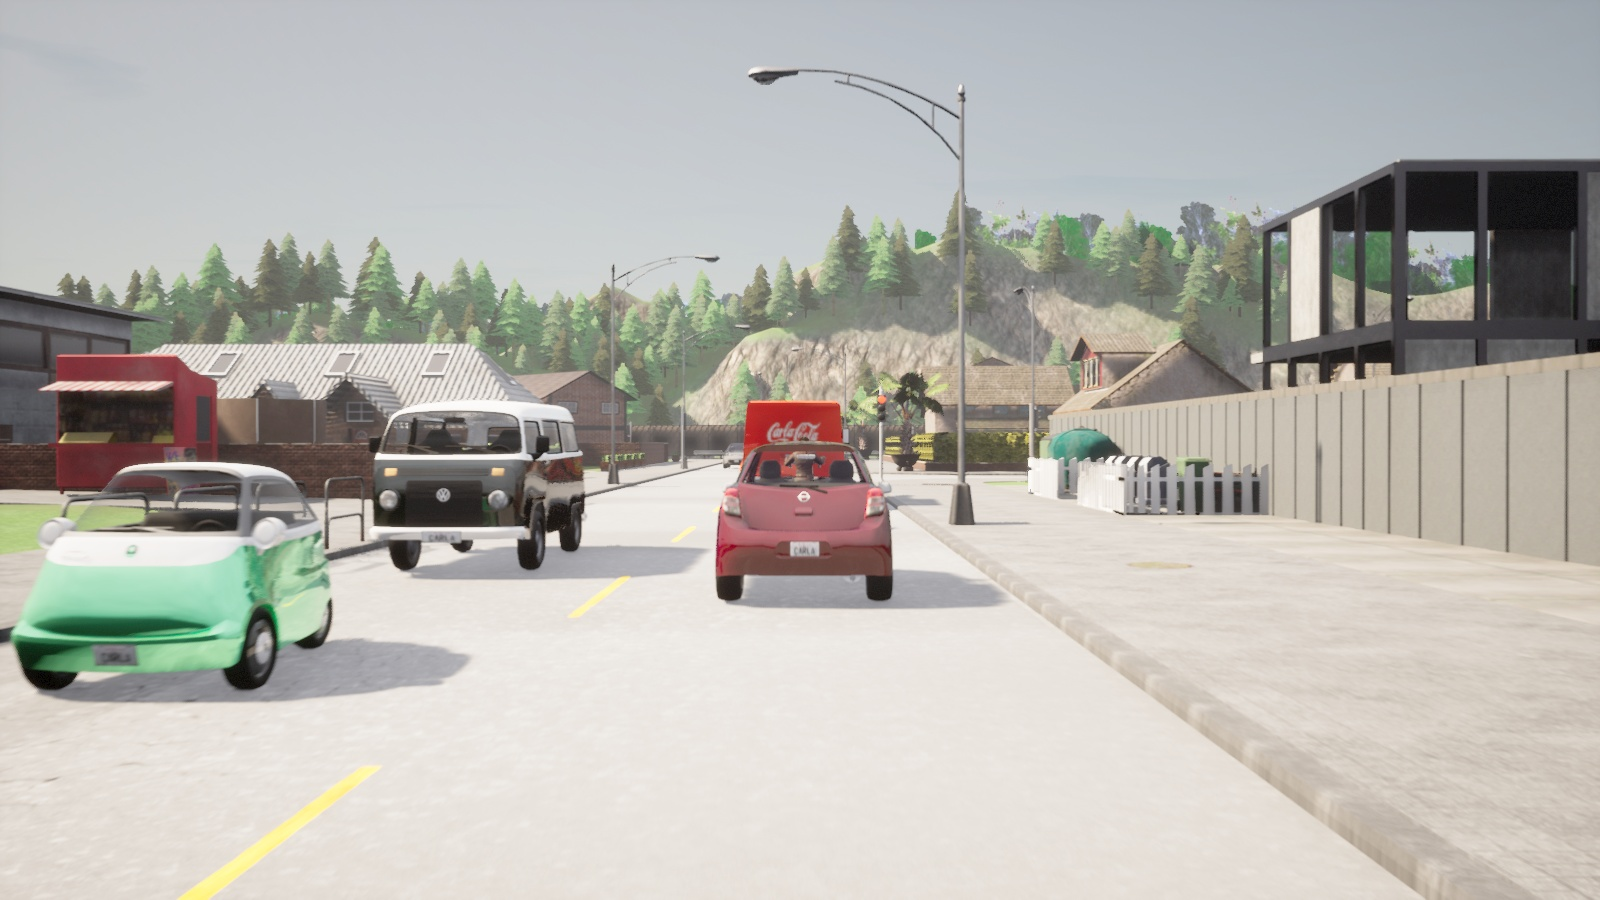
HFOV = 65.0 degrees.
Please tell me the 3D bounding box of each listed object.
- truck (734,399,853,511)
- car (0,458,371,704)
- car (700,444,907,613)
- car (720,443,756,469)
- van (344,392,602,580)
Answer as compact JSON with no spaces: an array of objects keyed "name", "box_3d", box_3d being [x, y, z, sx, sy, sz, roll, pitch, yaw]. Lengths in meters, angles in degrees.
[{"name":"truck","box_3d":[-0.043,0.090,30.195,2.627,2.467,5.204,0,0,2]},{"name":"car","box_3d":[-3.936,0.752,8.235,1.481,1.376,2.207,0,0,0]},{"name":"car","box_3d":[0.062,0.687,13.015,1.845,1.501,3.633,0,0,1]},{"name":"car","box_3d":[-3.588,0.345,73.289,1.845,1.501,3.633,0,0,1]},{"name":"van","box_3d":[-3.903,0.377,15.857,2.069,2.038,4.480,0,0,0]}]
